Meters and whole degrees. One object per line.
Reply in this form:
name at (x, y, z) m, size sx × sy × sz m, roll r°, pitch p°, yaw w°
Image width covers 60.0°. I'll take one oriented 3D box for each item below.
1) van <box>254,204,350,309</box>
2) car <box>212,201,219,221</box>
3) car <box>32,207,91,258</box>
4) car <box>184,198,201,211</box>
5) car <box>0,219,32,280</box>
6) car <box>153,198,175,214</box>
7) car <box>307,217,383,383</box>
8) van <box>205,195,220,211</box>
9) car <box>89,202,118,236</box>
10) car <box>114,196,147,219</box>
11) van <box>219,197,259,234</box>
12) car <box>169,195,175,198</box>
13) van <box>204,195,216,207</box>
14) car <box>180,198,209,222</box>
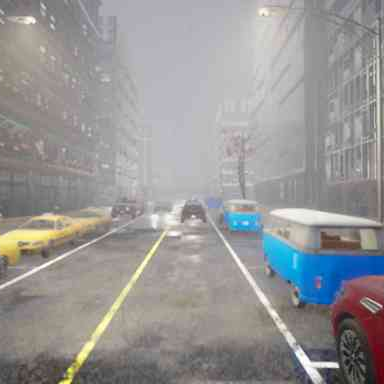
van at (2.711, 1.339, 7.566) m, size 1.690 × 1.788 × 3.998 m, roll 1°, pitch 0°, yaw 0°
car at (2.709, 1.576, 24.090) m, size 1.802 × 1.307 × 4.206 m, roll 1°, pitch 0°, yaw 0°
car at (-5.671, 1.522, 12.879) m, size 1.752 × 1.417 × 4.829 m, roll 1°, pitch 0°, yaw 0°
car at (0.108, 1.536, 42.874) m, size 2.033 × 1.411 × 5.357 m, roll 0°, pitch 0°, yaw 0°
car at (-5.672, 1.523, 7.366) m, size 1.752 × 1.417 × 4.829 m, roll 1°, pitch 0°, yaw 0°
car at (-3.089, 1.591, 35.978) m, size 1.895 × 1.301 × 4.718 m, roll 0°, pitch 0°, yaw 0°
car at (2.711, 1.315, 2.058) m, size 2.192 × 1.841 × 5.009 m, roll 1°, pitch 0°, yaw 0°
van at (2.716, 1.330, 40.614) m, size 1.690 × 1.788 × 3.998 m, roll 1°, pitch 0°, yaw 0°
car at (-5.671, 1.520, 18.389) m, size 1.752 × 1.417 × 4.829 m, roll 1°, pitch 0°, yaw 0°
car at (-5.665, 1.307, 29.581) m, size 2.192 × 1.841 × 5.009 m, roll 1°, pitch 0°, yaw 0°
van at (2.713, 1.336, 18.582) m, size 1.690 × 1.788 × 3.998 m, roll 1°, pitch 0°, yaw 0°
car at (-5.660, 1.561, 95.101) m, size 1.802 × 1.307 × 4.206 m, roll 1°, pitch 0°, yaw 0°
van at (2.718, 1.328, 51.631) m, size 1.690 × 1.788 × 3.998 m, roll 1°, pitch 0°, yaw 0°
car at (0.105, 1.496, 25.977) m, size 1.837 × 1.490 × 4.892 m, roll 0°, pitch 0°, yaw 0°
